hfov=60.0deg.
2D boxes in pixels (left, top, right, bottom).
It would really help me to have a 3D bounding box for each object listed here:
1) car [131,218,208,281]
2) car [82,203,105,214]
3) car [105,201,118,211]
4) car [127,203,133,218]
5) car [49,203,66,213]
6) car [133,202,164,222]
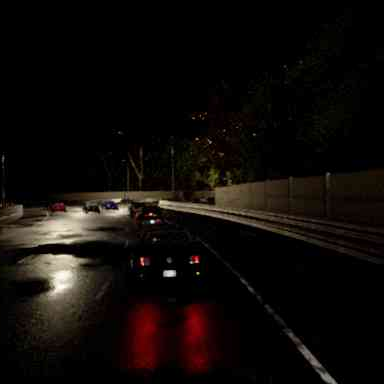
[{"bbox_3d":[-0.748,1.702,10.257,1.895,1.301,4.718,-1,0,-5],"label":"car"},{"bbox_3d":[-13.443,2.112,44.254,2.033,1.411,5.357,-1,0,-24],"label":"car"},{"bbox_3d":[-12.391,2.111,50.037,1.812,1.442,4.674,-1,0,-26],"label":"car"},{"bbox_3d":[-5.692,1.869,35.219,1.837,1.490,4.892,-1,0,-14],"label":"car"},{"bbox_3d":[-19.974,2.282,49.407,1.994,1.385,4.181,-1,0,-28],"label":"car"},{"bbox_3d":[-3.205,1.753,24.895,1.837,1.490,4.892,-1,0,-12],"label":"car"}]
